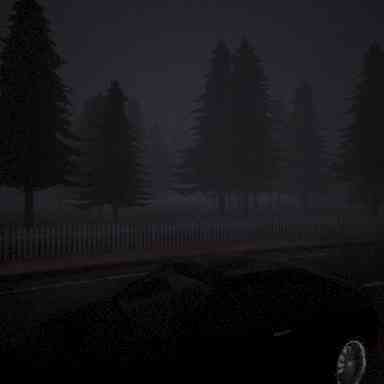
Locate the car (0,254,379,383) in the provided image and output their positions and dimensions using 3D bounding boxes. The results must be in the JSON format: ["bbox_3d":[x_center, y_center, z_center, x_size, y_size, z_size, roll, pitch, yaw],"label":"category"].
[{"bbox_3d":[0.193,1.525,3.789,4.674,1.442,1.812,0,0,-30],"label":"car"}]
